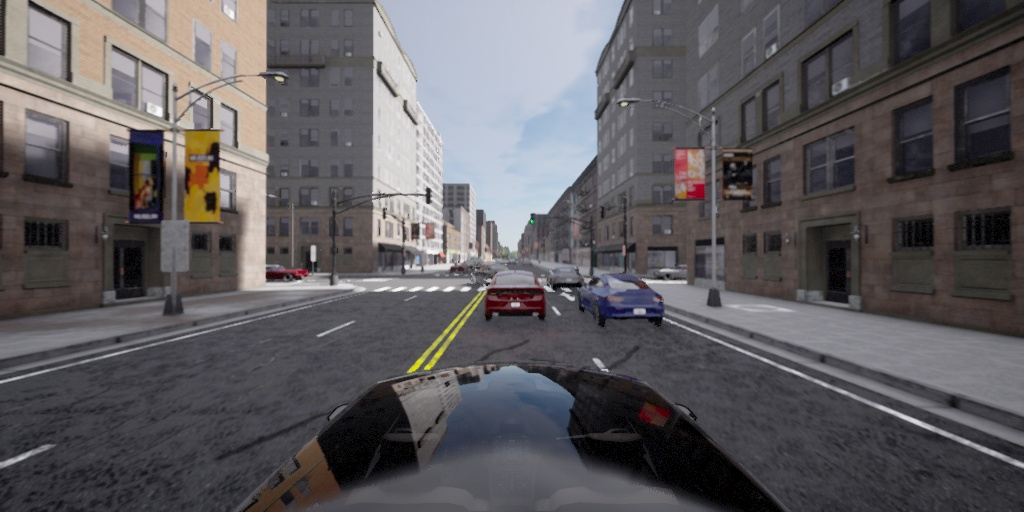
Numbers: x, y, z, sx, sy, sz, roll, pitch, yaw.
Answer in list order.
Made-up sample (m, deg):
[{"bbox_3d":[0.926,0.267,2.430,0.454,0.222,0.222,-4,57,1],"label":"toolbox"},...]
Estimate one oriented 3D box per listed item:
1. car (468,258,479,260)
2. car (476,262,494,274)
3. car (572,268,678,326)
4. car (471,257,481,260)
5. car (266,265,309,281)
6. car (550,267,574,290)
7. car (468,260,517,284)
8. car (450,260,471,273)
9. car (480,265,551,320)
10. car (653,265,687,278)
[{"bbox_3d":[-6.577,1.378,54.254,1.837,1.490,4.892,0,0,0],"label":"car"},{"bbox_3d":[-3.336,1.453,45.199,1.895,1.301,4.718,0,0,0],"label":"car"},{"bbox_3d":[3.350,1.298,11.696,1.812,1.442,4.674,0,0,0],"label":"car"},{"bbox_3d":[-6.511,1.115,64.076,2.150,2.045,5.566,0,0,1],"label":"car"},{"bbox_3d":[-19.267,1.390,29.123,4.718,1.301,1.895,0,0,-2],"label":"car"},{"bbox_3d":[3.323,1.362,22.782,1.994,1.385,4.181,0,0,0],"label":"car"},{"bbox_3d":[-1.422,1.307,25.119,1.837,1.490,4.892,1,0,-20],"label":"car"},{"bbox_3d":[-6.596,1.453,45.152,1.895,1.301,4.718,0,0,0],"label":"car"},{"bbox_3d":[0.101,1.252,12.782,1.882,1.535,5.008,0,0,0],"label":"car"},{"bbox_3d":[15.057,1.468,31.935,4.718,1.301,1.895,0,0,1],"label":"car"}]
